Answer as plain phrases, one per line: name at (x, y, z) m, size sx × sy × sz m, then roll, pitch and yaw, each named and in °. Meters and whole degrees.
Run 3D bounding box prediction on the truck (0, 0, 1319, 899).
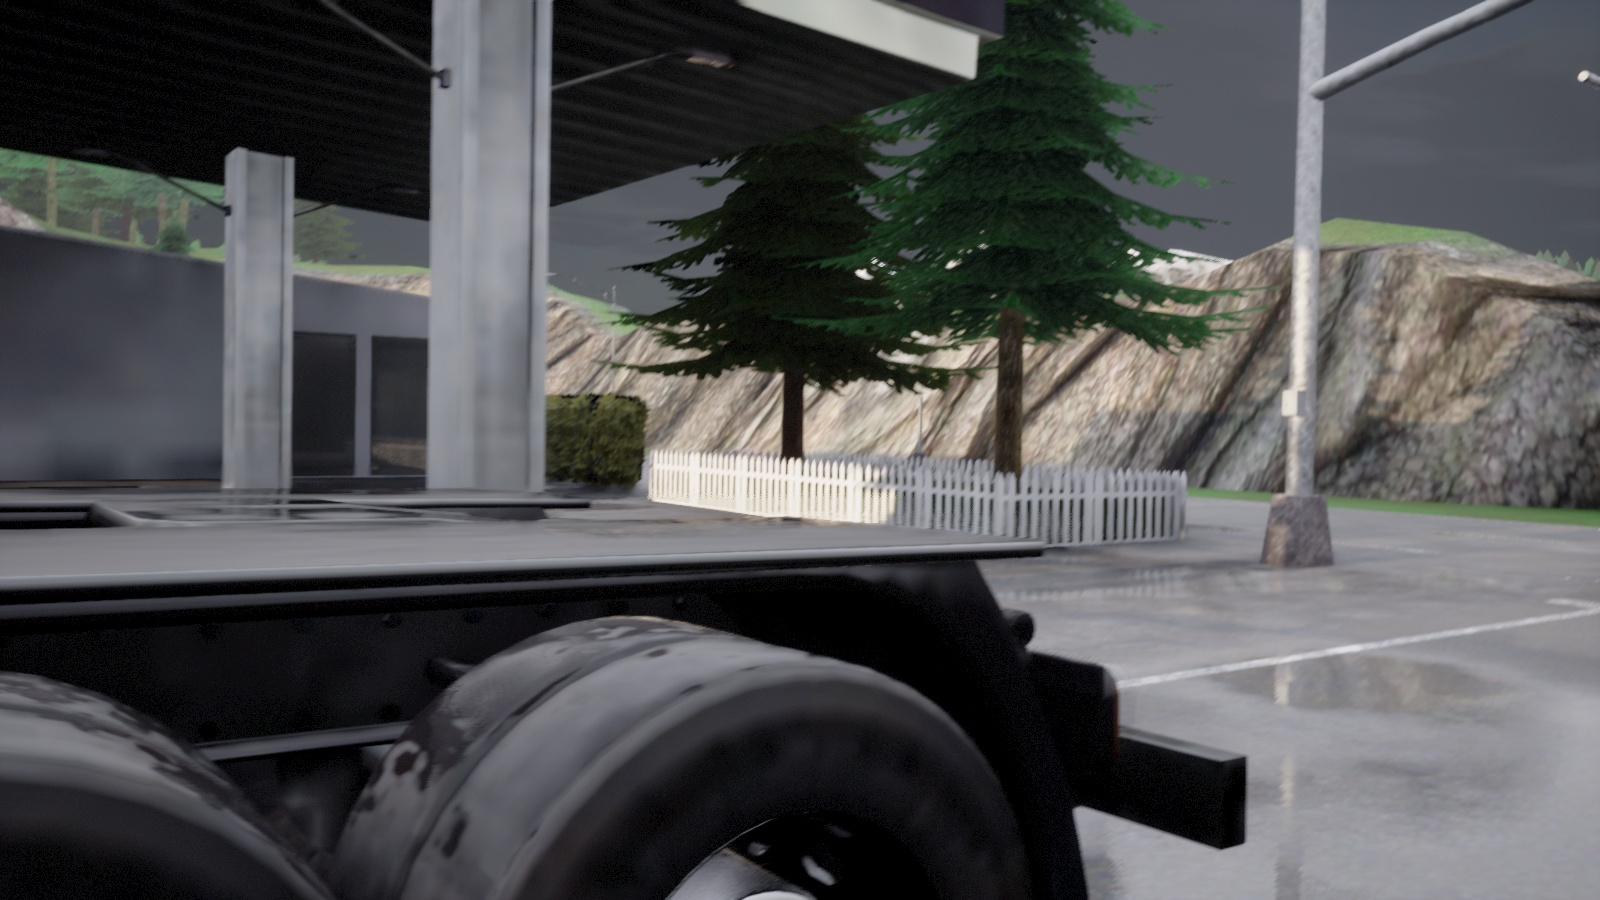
truck at (-3.024, -0.286, 1.488) m, size 7.936 × 3.462 × 2.891 m, roll 1°, pitch 0°, yaw -35°
